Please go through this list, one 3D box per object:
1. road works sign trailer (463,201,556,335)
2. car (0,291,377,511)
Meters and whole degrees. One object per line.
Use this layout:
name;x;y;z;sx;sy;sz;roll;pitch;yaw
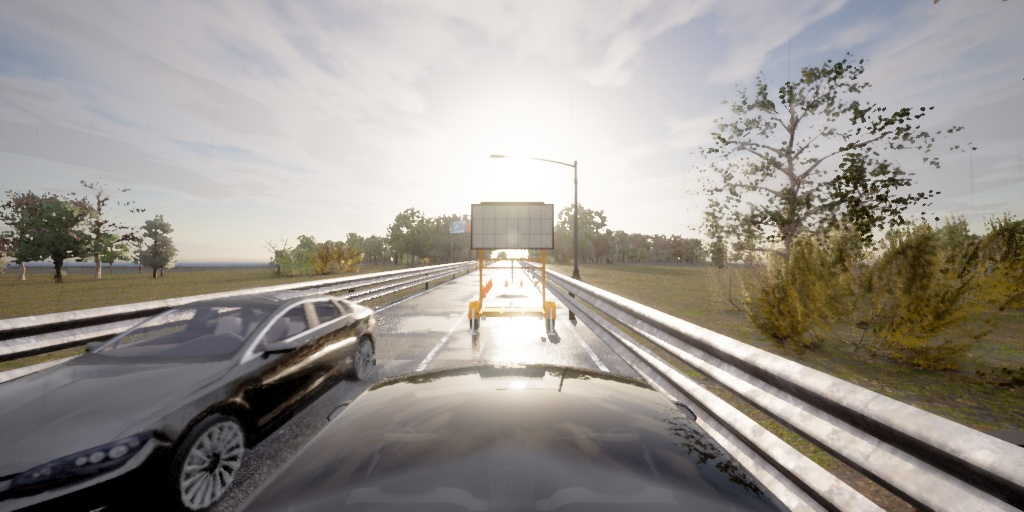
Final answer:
road works sign trailer;0.014;0.218;10.494;2.380;3.560;2.880;0;0;0
car;-3.249;1.242;4.315;2.128;1.511;4.902;0;0;0
